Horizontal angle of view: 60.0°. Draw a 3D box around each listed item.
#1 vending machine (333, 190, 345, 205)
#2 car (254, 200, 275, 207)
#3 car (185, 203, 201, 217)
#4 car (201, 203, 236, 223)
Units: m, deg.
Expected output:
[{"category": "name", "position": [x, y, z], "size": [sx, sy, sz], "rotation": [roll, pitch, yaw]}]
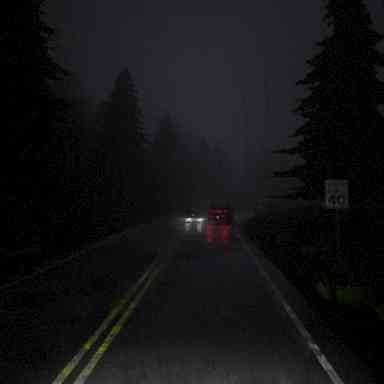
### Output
[{"category": "vending machine", "position": [22.299, 0.911, 50.410], "size": [0.880, 2.100, 1.100], "rotation": [5, -12, -39]}, {"category": "car", "position": [9.332, 1.661, 41.750], "size": [1.812, 1.442, 4.674], "rotation": [-3, -1, 35]}, {"category": "car", "position": [1.038, 1.792, 33.890], "size": [2.033, 1.411, 5.357], "rotation": [-1, -1, 21]}, {"category": "car", "position": [2.428, 1.646, 26.755], "size": [2.128, 1.511, 4.902], "rotation": [-1, 0, 13]}]
